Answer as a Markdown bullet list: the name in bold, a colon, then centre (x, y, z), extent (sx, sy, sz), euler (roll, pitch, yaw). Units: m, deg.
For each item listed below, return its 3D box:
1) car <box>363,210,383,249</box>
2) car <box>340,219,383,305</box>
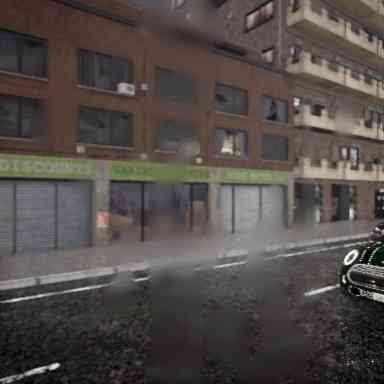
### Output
- **car**: centre (9.910, 1.561, 14.701), extent (4.902, 1.511, 2.128), euler (1, 0, -35)
- **car**: centre (5.355, 1.387, 7.493), extent (4.553, 1.767, 2.097), euler (0, 0, -35)
